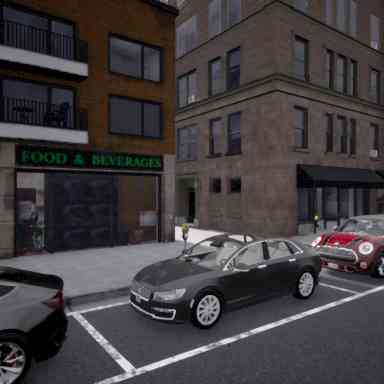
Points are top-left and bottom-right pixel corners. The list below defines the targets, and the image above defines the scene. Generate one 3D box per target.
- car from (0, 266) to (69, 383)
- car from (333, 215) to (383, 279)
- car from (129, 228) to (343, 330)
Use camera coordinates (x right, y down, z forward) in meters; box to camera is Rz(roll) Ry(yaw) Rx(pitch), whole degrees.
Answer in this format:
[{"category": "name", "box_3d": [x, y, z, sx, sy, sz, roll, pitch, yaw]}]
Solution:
[{"category": "car", "box_3d": [-3.615, 1.566, 3.614, 4.313, 1.339, 1.947, 0, 0, -35]}, {"category": "car", "box_3d": [5.375, 1.443, 10.016, 4.097, 1.590, 1.967, 0, 0, -35]}, {"category": "car", "box_3d": [0.880, 1.551, 6.815, 4.403, 1.369, 2.008, 0, 0, -35]}]
